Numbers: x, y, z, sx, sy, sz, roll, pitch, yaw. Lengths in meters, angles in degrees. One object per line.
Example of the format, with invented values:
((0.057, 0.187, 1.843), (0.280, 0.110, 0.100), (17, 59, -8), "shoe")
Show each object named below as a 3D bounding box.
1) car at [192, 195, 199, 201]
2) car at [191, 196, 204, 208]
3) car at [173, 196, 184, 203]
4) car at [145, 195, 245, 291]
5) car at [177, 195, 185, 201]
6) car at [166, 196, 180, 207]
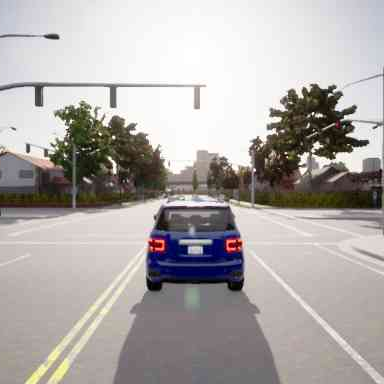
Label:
((0.920, 1.531, 88.252), (1.994, 1.385, 4.181), (0, 0, 0), "car")
((0.771, 1.470, 49.964), (1.882, 1.535, 5.008), (0, 0, 0), "car")
((-2.698, 1.537, 69.574), (2.033, 1.411, 5.357), (0, 0, 0), "car")
((0.069, 1.220, 9.162), (2.150, 2.045, 5.566), (0, 0, 0), "car")
((-2.617, 1.511, 82.391), (1.812, 1.442, 4.674), (0, 0, 0), "car")
((-2.894, 1.470, 51.877), (1.882, 1.535, 5.008), (0, 0, 1), "car")
